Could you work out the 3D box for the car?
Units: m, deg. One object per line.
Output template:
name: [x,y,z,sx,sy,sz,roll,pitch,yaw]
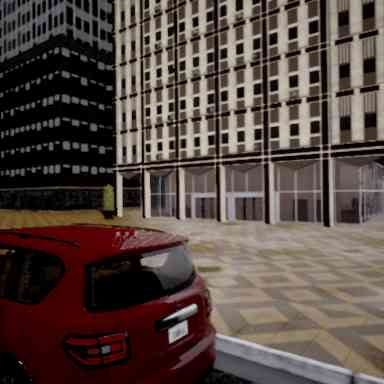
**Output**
car: [-2.067,1.354,4.367,5.009,1.841,2.192,-1,-1,35]
